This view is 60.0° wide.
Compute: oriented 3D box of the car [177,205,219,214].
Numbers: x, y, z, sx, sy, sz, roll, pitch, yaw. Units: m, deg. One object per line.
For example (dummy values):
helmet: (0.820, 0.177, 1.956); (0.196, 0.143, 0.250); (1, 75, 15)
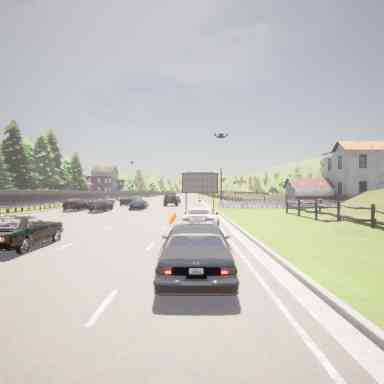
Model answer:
car: (0.491, 1.539, 18.446); (1.812, 1.442, 4.674); (0, -1, 6)

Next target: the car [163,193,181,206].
car: (-3.345, 1.221, 53.342); (2.150, 2.045, 5.566); (0, 0, 0)

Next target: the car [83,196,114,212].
car: (-10.360, 1.490, 38.151); (2.128, 1.511, 4.902); (0, 0, 0)

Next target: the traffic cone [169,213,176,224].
traffic cone: (-1.463, 1.955, 23.162); (0.340, 0.580, 0.340); (0, 0, 0)

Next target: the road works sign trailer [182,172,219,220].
road works sign trailer: (0.509, 0.464, 22.060); (2.380, 3.560, 2.880); (0, 0, -3)

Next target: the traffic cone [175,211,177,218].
traffic cone: (-1.461, 1.955, 25.162); (0.340, 0.580, 0.340); (0, 0, 0)

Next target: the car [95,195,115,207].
car: (-13.846, 1.352, 53.113); (2.097, 1.767, 4.553); (0, 0, 0)

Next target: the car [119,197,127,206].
car: (-10.345, 1.478, 53.509); (1.882, 1.535, 5.008); (0, 0, 0)

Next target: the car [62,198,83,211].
car: (-13.859, 1.478, 39.980); (1.882, 1.535, 5.008); (0, -1, 0)

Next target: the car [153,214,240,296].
car: (0.107, 1.547, 8.806); (2.033, 1.411, 5.357); (0, 0, 1)

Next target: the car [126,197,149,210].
car: (-6.855, 1.564, 43.227); (1.994, 1.385, 4.181); (0, 0, 0)

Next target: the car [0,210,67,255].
car: (-6.885, 1.601, 13.272); (1.895, 1.301, 4.718); (0, 0, 0)

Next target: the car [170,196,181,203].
car: (-3.329, 1.564, 68.557); (1.994, 1.385, 4.181); (0, 0, 0)
